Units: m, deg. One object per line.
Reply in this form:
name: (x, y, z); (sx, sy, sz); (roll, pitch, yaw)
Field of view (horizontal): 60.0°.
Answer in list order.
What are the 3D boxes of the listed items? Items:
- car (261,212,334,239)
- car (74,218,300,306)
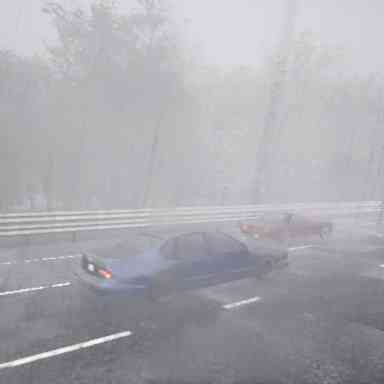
car: (4.592, 1.605, 15.625); (4.718, 1.301, 1.895); (0, 0, -36)
car: (0.031, 1.549, 8.070); (5.357, 1.411, 2.033); (0, 0, -36)
